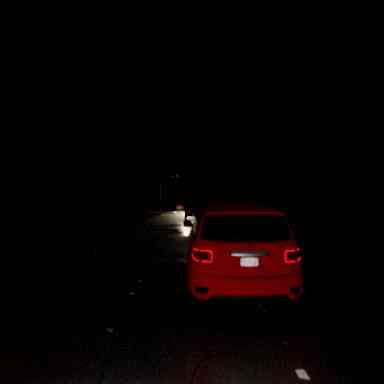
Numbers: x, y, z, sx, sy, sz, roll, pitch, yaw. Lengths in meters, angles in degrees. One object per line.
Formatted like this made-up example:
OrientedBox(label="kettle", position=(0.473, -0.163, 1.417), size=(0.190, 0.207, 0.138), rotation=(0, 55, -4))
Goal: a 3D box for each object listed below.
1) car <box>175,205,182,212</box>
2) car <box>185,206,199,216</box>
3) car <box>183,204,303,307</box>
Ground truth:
OrientedBox(label="car", position=(-2.694, 3.571, 72.604), size=(1.882, 1.535, 5.008), rotation=(0, -3, 0))
OrientedBox(label="car", position=(0.037, 2.679, 48.106), size=(1.895, 1.301, 4.718), rotation=(0, -2, 0))
OrientedBox(label="car", position=(0.968, 1.301, 8.260), size=(2.150, 2.045, 5.566), rotation=(0, -1, 0))
